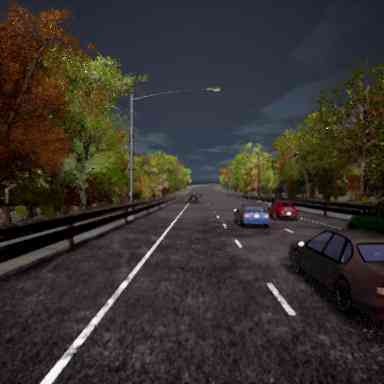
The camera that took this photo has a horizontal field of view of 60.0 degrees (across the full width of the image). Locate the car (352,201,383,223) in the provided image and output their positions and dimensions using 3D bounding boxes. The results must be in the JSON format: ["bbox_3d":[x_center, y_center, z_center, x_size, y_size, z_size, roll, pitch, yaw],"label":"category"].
[{"bbox_3d":[7.291,1.237,11.170,2.150,2.045,5.566,0,0,1],"label":"car"}]

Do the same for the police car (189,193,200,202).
[{"bbox_3d":[0.291,1.274,70.558,1.930,1.638,5.238,0,0,1],"label":"police car"}]

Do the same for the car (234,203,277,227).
[{"bbox_3d":[4.007,1.520,22.810,2.033,1.411,5.357,0,0,1],"label":"car"}]

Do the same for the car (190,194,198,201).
[{"bbox_3d":[0.485,1.284,80.639,1.801,1.575,5.366,0,0,1],"label":"car"}]

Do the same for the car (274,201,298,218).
[{"bbox_3d":[7.622,1.506,28.296,1.812,1.442,4.674,0,0,1],"label":"car"}]

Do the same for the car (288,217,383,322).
[{"bbox_3d":[3.710,1.551,7.487,2.033,1.411,5.357,0,0,1],"label":"car"}]
